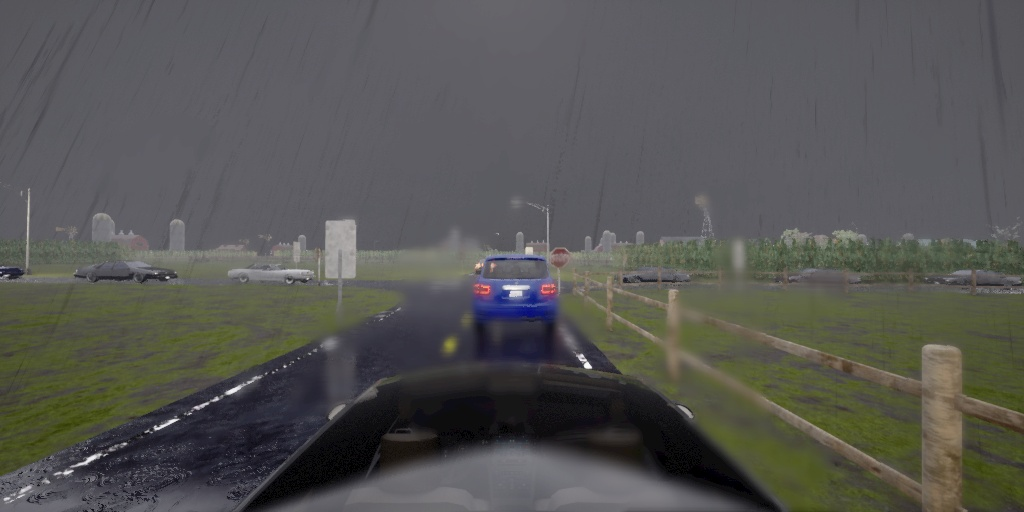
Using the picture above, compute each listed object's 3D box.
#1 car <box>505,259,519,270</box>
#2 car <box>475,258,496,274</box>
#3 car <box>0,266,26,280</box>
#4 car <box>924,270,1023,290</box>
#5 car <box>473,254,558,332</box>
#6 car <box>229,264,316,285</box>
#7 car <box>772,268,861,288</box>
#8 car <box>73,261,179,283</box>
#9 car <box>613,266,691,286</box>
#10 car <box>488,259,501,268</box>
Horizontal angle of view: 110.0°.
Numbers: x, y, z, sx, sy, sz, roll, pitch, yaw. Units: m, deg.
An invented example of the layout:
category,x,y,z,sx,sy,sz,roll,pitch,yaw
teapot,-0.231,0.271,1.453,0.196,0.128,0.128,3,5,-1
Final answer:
category,x,y,z,sx,sy,sz,roll,pitch,yaw
car,-0.005,1.205,51.985,1.882,1.535,5.008,0,0,0
car,-2.925,1.090,40.656,2.097,1.767,4.553,0,0,0
car,-35.640,0.965,23.770,4.718,1.301,1.895,1,-1,0
car,34.157,1.735,26.606,5.357,1.411,2.033,1,-1,0
car,0.057,0.973,11.010,2.150,2.045,5.566,0,0,-1
car,-15.714,1.171,23.733,4.718,1.301,1.895,1,-1,0
car,22.570,1.595,26.626,5.357,1.411,2.033,1,-1,0
car,-25.476,1.015,23.743,5.357,1.411,2.033,1,-1,0
car,10.263,1.448,26.511,5.357,1.411,2.033,1,-1,-2
car,-2.954,1.264,61.219,2.033,1.411,5.357,0,0,0
